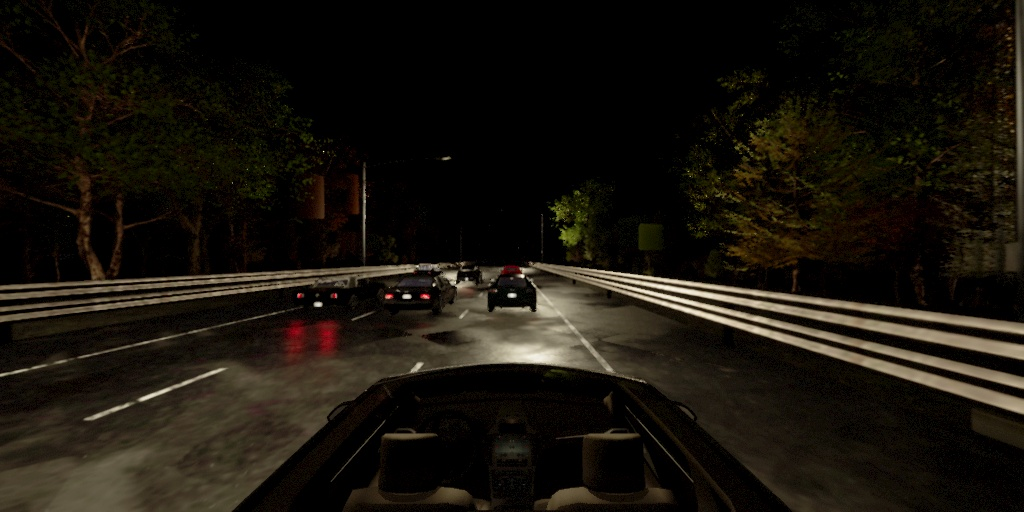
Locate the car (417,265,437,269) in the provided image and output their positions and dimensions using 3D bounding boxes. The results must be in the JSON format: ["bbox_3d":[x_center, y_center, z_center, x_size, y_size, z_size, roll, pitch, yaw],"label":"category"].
[{"bbox_3d":[-7.028,1.539,30.423,2.128,1.511,4.902,0,0,0],"label":"car"}]

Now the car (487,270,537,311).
[{"bbox_3d":[0.019,1.456,15.393,1.994,1.385,4.181,0,-1,0],"label":"car"}]

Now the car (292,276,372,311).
[{"bbox_3d":[-6.985,1.491,15.173,1.895,1.301,4.718,0,-1,0],"label":"car"}]

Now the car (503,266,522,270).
[{"bbox_3d":[-0.026,1.575,30.854,1.812,1.442,4.674,0,0,0],"label":"car"}]

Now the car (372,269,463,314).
[{"bbox_3d":[-3.492,1.430,14.457,2.033,1.411,5.357,0,-1,0],"label":"car"}]

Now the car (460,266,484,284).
[{"bbox_3d":[-3.528,1.553,30.429,1.837,1.490,4.892,0,0,0],"label":"car"}]
